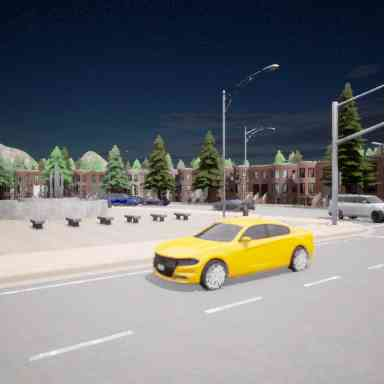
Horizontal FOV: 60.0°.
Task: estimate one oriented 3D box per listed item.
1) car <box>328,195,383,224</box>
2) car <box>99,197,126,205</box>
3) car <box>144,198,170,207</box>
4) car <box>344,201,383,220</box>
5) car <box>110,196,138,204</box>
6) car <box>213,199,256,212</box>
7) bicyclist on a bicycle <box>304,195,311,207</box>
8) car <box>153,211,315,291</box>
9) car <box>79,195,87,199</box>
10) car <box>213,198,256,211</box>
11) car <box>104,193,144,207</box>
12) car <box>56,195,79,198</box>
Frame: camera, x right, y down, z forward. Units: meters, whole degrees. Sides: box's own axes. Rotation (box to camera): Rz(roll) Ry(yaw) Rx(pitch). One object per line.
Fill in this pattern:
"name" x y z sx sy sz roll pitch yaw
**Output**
"car" 13.203 1.222 25.535 2.150 2.045 5.566 0 0 -29
"car" -14.081 1.564 58.826 4.181 1.385 1.994 0 0 18
"car" -5.733 1.601 51.294 4.718 1.301 1.895 0 0 29
"car" 15.778 1.526 28.472 1.812 1.442 4.674 0 0 -36
"car" -12.736 1.505 62.058 4.892 1.490 1.837 0 0 18
"car" 4.662 1.547 37.613 2.033 1.411 5.357 0 0 -39
"bicyclist on a bicycle" 16.174 1.303 46.611 1.656 1.620 0.582 0 0 -37
"car" 1.314 1.477 9.189 5.008 1.535 1.882 0 0 -35
"car" -22.556 1.352 63.988 4.553 1.767 2.097 0 0 7
"car" 5.268 1.548 42.230 2.033 1.411 5.357 0 0 -42
"car" -10.467 1.223 49.979 5.566 2.045 2.150 0 0 25
"car" -23.818 1.505 60.694 4.892 1.490 1.837 0 0 5
